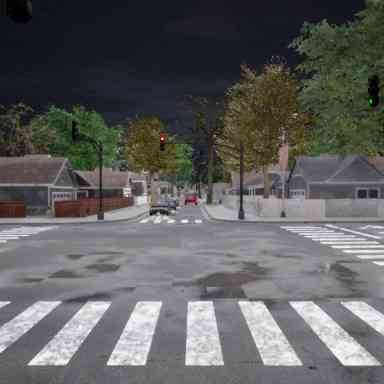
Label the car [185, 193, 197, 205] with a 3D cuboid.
[{"bbox_3d":[-0.192,1.276,61.766,2.150,2.045,5.566,0,0,0],"label":"car"}]

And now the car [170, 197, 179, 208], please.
[{"bbox_3d":[-3.008,1.594,42.846,1.994,1.385,4.181,0,0,0],"label":"car"}]

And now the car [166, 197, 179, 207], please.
[{"bbox_3d":[-3.027,1.568,53.096,1.812,1.442,4.674,0,0,0],"label":"car"}]

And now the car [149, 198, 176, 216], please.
[{"bbox_3d":[-3.028,1.567,32.957,2.033,1.411,5.357,0,0,0],"label":"car"}]
